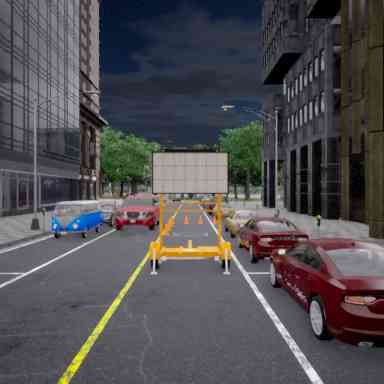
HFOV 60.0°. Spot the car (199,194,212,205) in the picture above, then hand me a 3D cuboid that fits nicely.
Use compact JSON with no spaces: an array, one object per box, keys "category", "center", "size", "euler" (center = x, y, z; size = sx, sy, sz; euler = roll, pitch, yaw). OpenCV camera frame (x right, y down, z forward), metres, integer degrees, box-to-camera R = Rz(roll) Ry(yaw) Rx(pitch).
[{"category":"car","center":[2.453,1.329,60.757],"size":[2.192,1.841,5.009],"euler":[0,0,0]}]

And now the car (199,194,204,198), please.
[{"category":"car","center":[2.481,1.451,55.319],"size":[1.967,1.590,4.097],"euler":[0,0,0]}]

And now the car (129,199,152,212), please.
[{"category":"car","center":[-5.961,1.570,38.963],"size":[1.947,1.339,4.313],"euler":[0,0,0]}]

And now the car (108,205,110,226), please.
[{"category":"car","center":[-5.878,1.551,22.651],"size":[2.008,1.369,4.403],"euler":[0,0,0]}]

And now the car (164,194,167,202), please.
[{"category":"car","center":[-6.071,1.540,60.543],"size":[1.752,1.417,4.829],"euler":[0,0,0]}]

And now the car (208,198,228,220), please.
[{"category":"car","center":[2.619,1.527,28.301],"size":[1.752,1.417,4.829],"euler":[0,0,0]}]

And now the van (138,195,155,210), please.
[{"category":"van","center":[-5.989,1.347,44.401],"size":[1.690,1.788,3.998],"euler":[0,0,0]}]

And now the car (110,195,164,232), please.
[{"category":"car","center":[-3.204,1.222,20.695],"size":[2.150,2.045,5.566],"euler":[0,0,0]}]

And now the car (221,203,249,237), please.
[{"category":"car","center":[2.674,1.525,17.426],"size":[1.752,1.417,4.829],"euler":[0,0,0]}]

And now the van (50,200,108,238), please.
[{"category":"van","center":[-5.850,1.341,17.213],"size":[1.690,1.788,3.998],"euler":[0,0,0]}]

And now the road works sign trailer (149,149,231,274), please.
[{"category":"road works sign trailer","center":[-0.052,0.464,10.510],"size":[2.380,3.560,2.880],"euler":[0,0,0]}]

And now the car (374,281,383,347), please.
[{"category":"car","center":[2.758,1.551,0.944],"size":[2.008,1.369,4.403],"euler":[0,0,0]}]

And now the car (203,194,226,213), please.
[{"category":"car","center":[2.591,1.318,33.569],"size":[2.192,1.841,5.009],"euler":[0,0,0]}]

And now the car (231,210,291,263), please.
[{"category":"car","center":[2.703,1.545,11.819],"size":[1.887,1.381,4.507],"euler":[0,0,0]}]

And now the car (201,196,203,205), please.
[{"category":"car","center":[2.535,1.532,44.614],"size":[1.752,1.417,4.829],"euler":[0,0,0]}]

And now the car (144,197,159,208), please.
[{"category":"car","center":[-6.016,1.534,49.668],"size":[1.752,1.417,4.829],"euler":[0,0,0]}]

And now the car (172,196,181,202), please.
[{"category":"car","center":[-3.381,1.623,74.921],"size":[1.895,1.301,4.718],"euler":[0,0,0]}]

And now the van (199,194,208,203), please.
[{"category":"van","center":[2.397,1.362,71.632],"size":[1.690,1.788,3.998],"euler":[0,0,0]}]

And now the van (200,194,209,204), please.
[{"category":"van","center":[2.425,1.359,66.194],"size":[1.690,1.788,3.998],"euler":[0,0,0]}]

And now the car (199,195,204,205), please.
[{"category":"car","center":[2.508,1.553,49.882],"size":[1.887,1.381,4.507],"euler":[0,0,0]}]

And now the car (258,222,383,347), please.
[{"category":"car","center":[2.731,1.544,6.382],"size":[1.887,1.381,4.507],"euler":[0,0,0]}]

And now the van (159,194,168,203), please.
[{"category":"van","center":[-6.128,1.362,71.588],"size":[1.690,1.788,3.998],"euler":[0,0,0]}]
